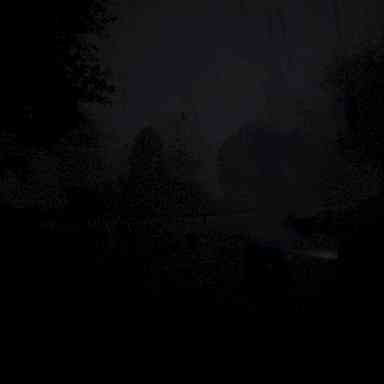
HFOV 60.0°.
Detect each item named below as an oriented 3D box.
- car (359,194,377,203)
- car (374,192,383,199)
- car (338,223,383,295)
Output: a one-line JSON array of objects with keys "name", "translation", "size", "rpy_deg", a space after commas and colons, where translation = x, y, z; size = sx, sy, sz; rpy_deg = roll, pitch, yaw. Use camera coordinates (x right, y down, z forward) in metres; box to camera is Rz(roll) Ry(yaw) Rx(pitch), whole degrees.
[{"name": "car", "translation": [32.207, 1.287, 61.226], "size": [2.128, 1.511, 4.902], "rpy_deg": [-2, 0, 39]}, {"name": "car", "translation": [41.582, 0.811, 73.394], "size": [1.994, 1.385, 4.181], "rpy_deg": [-1, 2, 36]}, {"name": "car", "translation": [5.207, 1.510, 8.419], "size": [1.812, 1.442, 4.674], "rpy_deg": [-1, 0, 9]}]
